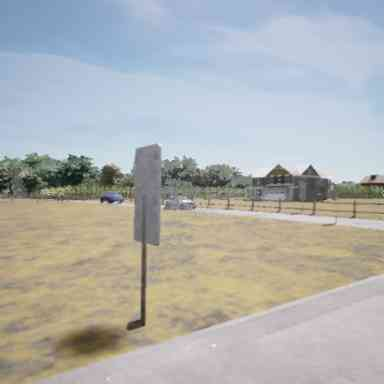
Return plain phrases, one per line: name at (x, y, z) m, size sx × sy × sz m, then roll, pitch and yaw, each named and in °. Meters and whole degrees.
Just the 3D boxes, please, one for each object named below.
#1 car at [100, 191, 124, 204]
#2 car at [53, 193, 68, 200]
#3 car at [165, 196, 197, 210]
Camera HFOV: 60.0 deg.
car at (-13.035, 0.896, 53.946) m, size 2.150 × 2.045 × 5.566 m, roll 1°, pitch -1°, yaw -36°
car at (-34.471, 1.383, 88.367) m, size 2.128 × 1.511 × 4.902 m, roll 1°, pitch -1°, yaw -36°
car at (-1.292, 1.191, 37.484) m, size 1.812 × 1.442 × 4.674 m, roll 1°, pitch 0°, yaw -36°
